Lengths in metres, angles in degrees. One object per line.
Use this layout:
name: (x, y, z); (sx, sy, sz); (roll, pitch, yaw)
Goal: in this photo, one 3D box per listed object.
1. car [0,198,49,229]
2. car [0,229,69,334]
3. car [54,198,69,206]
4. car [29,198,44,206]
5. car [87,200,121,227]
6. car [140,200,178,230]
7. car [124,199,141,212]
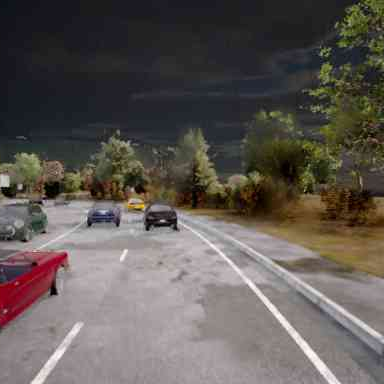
car: (-8.512, 1.377, 16.042); (2.097, 1.767, 4.553); (0, 0, -9)
car: (-3.685, 1.613, 5.700); (1.895, 1.301, 4.718); (0, 0, -3)
car: (-21.314, 1.608, 54.230); (1.994, 1.385, 4.181); (0, 0, -28)
car: (-25.901, 1.646, 55.282); (1.895, 1.301, 4.718); (0, 0, -29)
car: (-6.080, 1.371, 23.366); (2.097, 1.767, 4.553); (0, 0, -11)
car: (-2.108, 1.488, 21.290); (1.882, 1.535, 5.008); (0, 0, -10)
car: (-6.816, 1.503, 39.063); (1.882, 1.535, 5.008); (0, 0, -19)
